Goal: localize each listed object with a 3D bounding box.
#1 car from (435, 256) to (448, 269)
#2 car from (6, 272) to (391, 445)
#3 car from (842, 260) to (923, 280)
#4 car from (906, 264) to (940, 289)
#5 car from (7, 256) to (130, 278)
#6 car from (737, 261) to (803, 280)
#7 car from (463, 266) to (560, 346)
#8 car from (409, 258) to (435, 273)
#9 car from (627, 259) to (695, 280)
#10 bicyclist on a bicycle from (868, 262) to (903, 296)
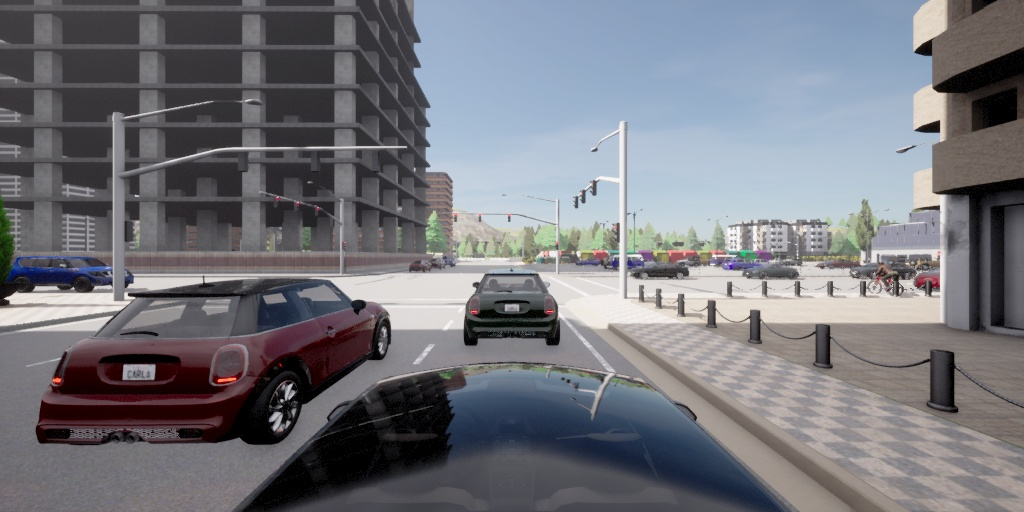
[{"bbox_3d":[-11.487,1.102,54.499,2.097,1.767,4.553,0,0,-1],"label":"car"},{"bbox_3d":[-3.484,1.102,5.463,2.097,1.767,4.553,0,0,0],"label":"car"},{"bbox_3d":[32.911,1.310,31.960,4.892,1.490,1.837,0,0,0],"label":"car"},{"bbox_3d":[26.658,1.369,21.223,4.181,1.385,1.994,0,0,0],"label":"car"},{"bbox_3d":[-25.524,1.027,20.823,5.566,2.045,2.150,0,0,0],"label":"car"},{"bbox_3d":[22.942,1.369,31.889,4.181,1.385,1.994,0,0,0],"label":"car"},{"bbox_3d":[-0.023,1.102,9.598,2.097,1.767,4.553,0,0,-1],"label":"car"},{"bbox_3d":[-11.382,1.228,44.741,1.882,1.535,5.008,0,0,0],"label":"car"},{"bbox_3d":[13.028,1.283,31.819,5.008,1.535,1.882,0,0,0],"label":"car"},{"bbox_3d":[18.064,1.106,17.374,0.582,1.620,1.656,0,0,0],"label":"bicyclist on a bicycle"}]
